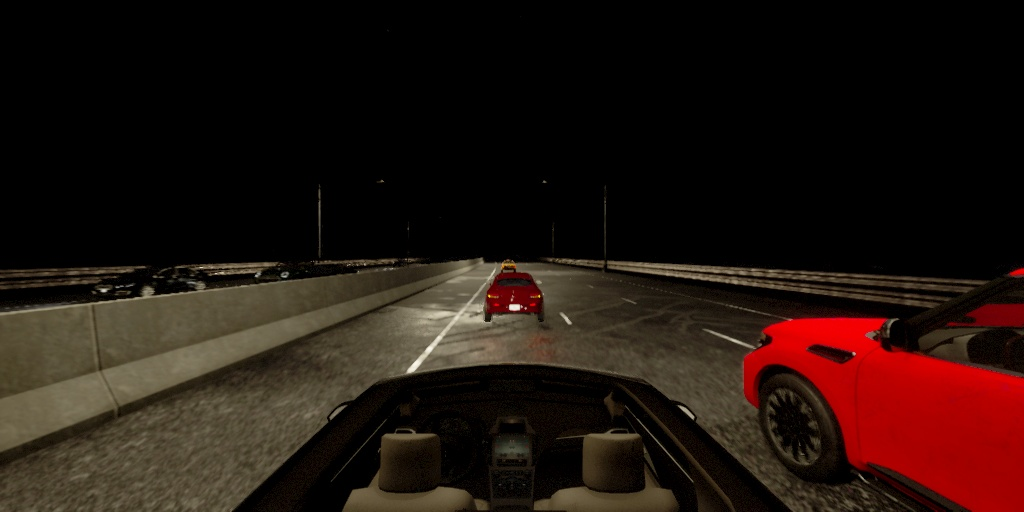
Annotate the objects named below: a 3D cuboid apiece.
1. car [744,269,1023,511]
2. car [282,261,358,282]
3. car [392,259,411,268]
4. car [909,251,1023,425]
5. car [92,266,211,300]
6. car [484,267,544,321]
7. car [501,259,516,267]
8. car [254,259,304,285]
[{"bbox_3d":[3.595,0.970,1.516,2.150,2.045,5.566,0,0,0],"label":"car"},{"bbox_3d":[-10.717,1.221,20.816,1.882,1.535,5.008,0,0,-1],"label":"car"},{"bbox_3d":[-18.516,1.255,60.404,2.033,1.411,5.357,0,0,-1],"label":"car"},{"bbox_3d":[7.095,0.969,2.647,2.150,2.045,5.566,0,0,0],"label":"car"},{"bbox_3d":[-17.688,1.252,17.938,1.837,1.490,4.892,0,0,-1],"label":"car"},{"bbox_3d":[0.058,1.272,12.348,1.812,1.442,4.674,0,0,0],"label":"car"},{"bbox_3d":[-0.433,1.174,44.280,1.801,1.575,5.366,0,0,-1],"label":"car"},{"bbox_3d":[-14.244,1.095,23.086,2.097,1.767,4.553,0,0,-1],"label":"car"}]
